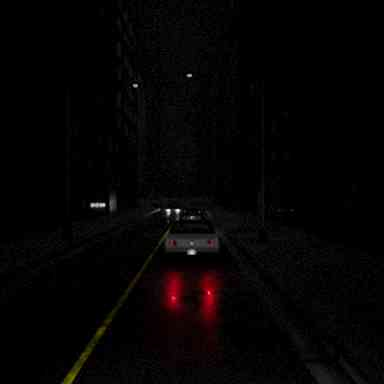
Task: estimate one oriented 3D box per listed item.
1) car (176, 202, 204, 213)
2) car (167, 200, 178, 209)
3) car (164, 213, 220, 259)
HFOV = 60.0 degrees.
[{"bbox_3d":[0.007,1.789,28.513,2.128,1.511,4.902,0,0,1],"label":"car"},{"bbox_3d":[-3.047,2.074,55.553,1.837,1.490,4.892,0,-1,0],"label":"car"},{"bbox_3d":[0.010,1.736,13.237,1.895,1.301,4.718,0,-1,0],"label":"car"}]
